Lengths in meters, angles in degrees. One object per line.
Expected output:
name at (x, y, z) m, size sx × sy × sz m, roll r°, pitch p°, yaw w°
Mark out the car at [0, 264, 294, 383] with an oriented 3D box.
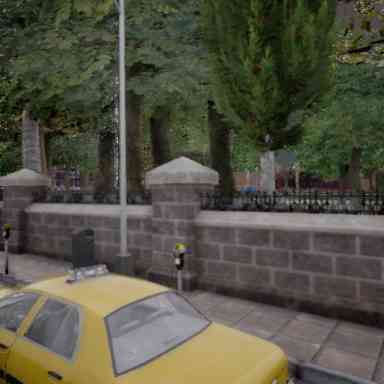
car at (-1.360, 1.513, 3.798) m, size 4.829 × 1.417 × 1.752 m, roll 0°, pitch -1°, yaw 36°
